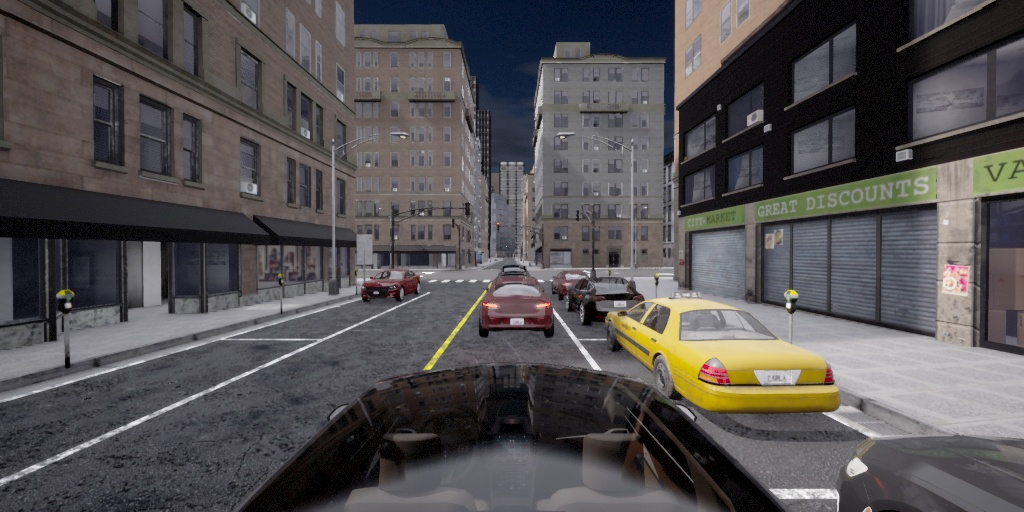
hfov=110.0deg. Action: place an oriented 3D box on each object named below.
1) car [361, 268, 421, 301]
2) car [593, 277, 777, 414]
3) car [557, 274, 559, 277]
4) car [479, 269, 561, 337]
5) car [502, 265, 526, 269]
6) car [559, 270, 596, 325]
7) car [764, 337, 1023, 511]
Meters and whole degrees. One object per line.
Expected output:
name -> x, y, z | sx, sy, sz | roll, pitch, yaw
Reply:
car -> -5.656, 1.290, 17.195 | 1.888, 1.381, 4.507 | 0, 0, 0
car -> 2.878, 1.274, 6.187 | 1.751, 1.417, 4.829 | 0, 0, 0
car -> 2.889, 1.327, 17.189 | 1.802, 1.307, 4.207 | 0, 0, 0
car -> 0.102, 1.273, 10.167 | 1.812, 1.442, 4.674 | 0, 0, 0
car -> 0.116, 1.248, 20.446 | 1.837, 1.490, 4.892 | 0, 0, 0
car -> 2.884, 1.313, 11.603 | 1.948, 1.339, 4.313 | 0, 0, 0
car -> 2.872, 1.301, 0.431 | 2.007, 1.370, 4.403 | 0, 0, 0
